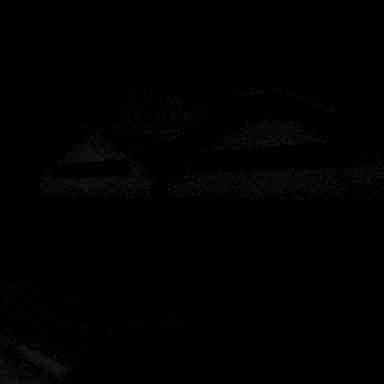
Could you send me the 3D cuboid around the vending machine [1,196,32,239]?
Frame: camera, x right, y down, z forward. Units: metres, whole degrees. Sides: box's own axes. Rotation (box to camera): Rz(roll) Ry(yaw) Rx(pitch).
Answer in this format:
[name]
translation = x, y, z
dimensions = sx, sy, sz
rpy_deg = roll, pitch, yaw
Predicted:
[vending machine]
translation = -8.844, 1.238, 16.789
dimensions = 1.100, 2.100, 0.880
rpy_deg = 0, 0, 17
